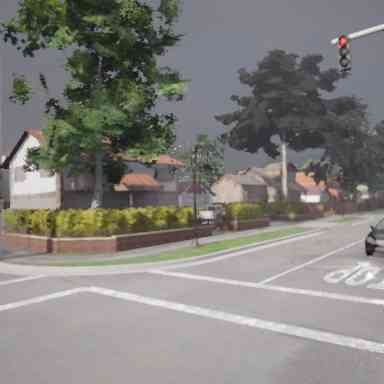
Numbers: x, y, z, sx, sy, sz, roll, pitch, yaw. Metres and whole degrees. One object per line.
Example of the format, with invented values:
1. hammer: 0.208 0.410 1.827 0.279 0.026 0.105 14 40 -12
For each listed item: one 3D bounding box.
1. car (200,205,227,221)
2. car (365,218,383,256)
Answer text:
1. car: 2.430 2.032 32.554 3.806 1.475 1.970 -3 -2 41
2. car: 8.479 1.739 13.562 1.812 1.442 4.674 -3 -2 40
